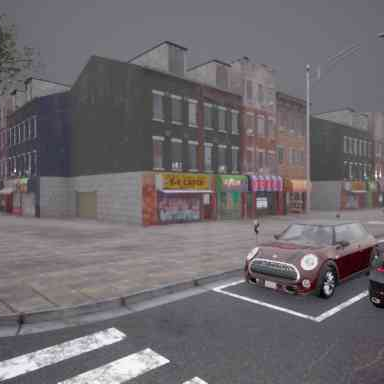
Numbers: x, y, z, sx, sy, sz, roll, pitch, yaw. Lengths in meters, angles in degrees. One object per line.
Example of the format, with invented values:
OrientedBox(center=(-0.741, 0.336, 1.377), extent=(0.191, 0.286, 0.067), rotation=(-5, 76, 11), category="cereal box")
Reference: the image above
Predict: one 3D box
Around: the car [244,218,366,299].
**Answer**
OrientedBox(center=(3.130, 1.442, 8.428), extent=(4.097, 1.590, 1.967), rotation=(0, 0, -43), category="car")

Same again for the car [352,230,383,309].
OrientedBox(center=(5.265, 1.501, 6.801), extent=(4.892, 1.490, 1.837), rotation=(0, 0, -43), category="car")
